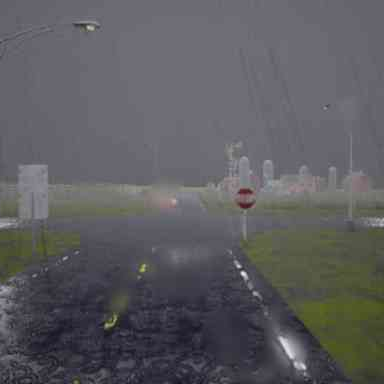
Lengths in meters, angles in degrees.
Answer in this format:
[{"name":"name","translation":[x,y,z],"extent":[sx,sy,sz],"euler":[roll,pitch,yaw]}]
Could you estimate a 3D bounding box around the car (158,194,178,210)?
[{"name":"car","translation":[-2.748,1.053,38.851],"extent":[2.097,1.767,4.553],"euler":[0,0,0]}]
